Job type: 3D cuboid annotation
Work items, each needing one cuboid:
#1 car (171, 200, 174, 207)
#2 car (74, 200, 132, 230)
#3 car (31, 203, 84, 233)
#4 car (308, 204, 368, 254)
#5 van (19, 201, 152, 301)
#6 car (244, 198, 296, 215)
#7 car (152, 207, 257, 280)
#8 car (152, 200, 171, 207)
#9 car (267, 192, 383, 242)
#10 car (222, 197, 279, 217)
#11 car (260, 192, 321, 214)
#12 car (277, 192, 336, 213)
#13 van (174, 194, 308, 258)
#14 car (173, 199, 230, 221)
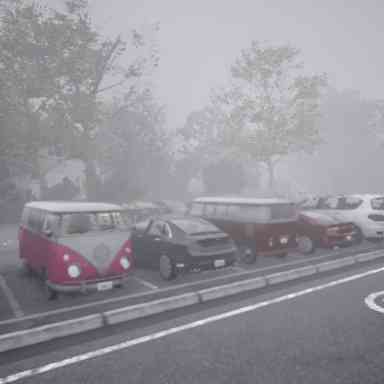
[{"bbox_3d":[-1.591,1.392,25.337,2.163,1.488,4.792,-1,0,-36],"label":"car"},{"bbox_3d":[-6.034,1.402,21.971,1.946,1.575,5.366,-1,0,-36],"label":"car"},{"bbox_3d":[-8.407,1.467,20.502,2.002,1.452,4.674,-1,0,-36],"label":"car"},{"bbox_3d":[3.826,1.382,13.162,2.097,1.535,5.008,-1,0,-36],"label":"car"},{"bbox_3d":[-2.956,1.222,8.184,1.878,1.987,4.442,-1,0,-36],"label":"van"},{"bbox_3d":[7.356,1.328,31.762,2.002,1.452,4.674,0,0,-36],"label":"car"},{"bbox_3d":[-0.736,1.427,9.904,2.231,1.521,4.892,-1,0,-36],"label":"car"},{"bbox_3d":[-3.871,1.384,23.737,2.097,1.535,5.008,-1,0,-36],"label":"car"},{"bbox_3d":[6.086,1.110,14.818,2.435,2.045,5.566,-1,0,-36],"label":"car"},{"bbox_3d":[5.193,1.304,30.213,2.097,1.535,5.008,0,0,-36],"label":"car"},{"bbox_3d":[9.737,1.022,33.430,2.435,2.045,5.566,0,0,-36],"label":"car"},{"bbox_3d":[11.902,1.010,34.977,2.435,2.045,5.566,0,0,-36],"label":"car"},{"bbox_3d":[1.472,1.178,11.630,1.878,1.987,4.442,-1,0,-36],"label":"van"},{"bbox_3d":[0.641,1.371,27.003,2.163,1.488,4.792,-1,0,-36],"label":"car"}]
